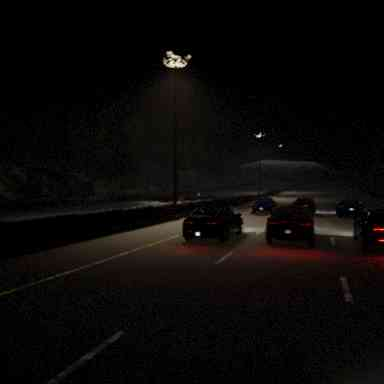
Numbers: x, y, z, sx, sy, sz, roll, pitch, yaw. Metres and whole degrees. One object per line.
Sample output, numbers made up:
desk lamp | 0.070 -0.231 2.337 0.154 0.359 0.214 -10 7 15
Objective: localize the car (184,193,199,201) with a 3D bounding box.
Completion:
car | 0.482 0.842 53.928 2.033 1.411 5.357 0 1 21

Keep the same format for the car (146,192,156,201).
car | -6.005 0.799 56.536 1.812 1.442 4.674 0 1 21

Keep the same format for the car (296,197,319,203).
car | 9.713 1.228 28.569 1.837 1.490 4.892 0 1 21

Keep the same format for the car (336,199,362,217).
car | 13.166 1.287 27.795 1.994 1.385 4.181 0 1 21

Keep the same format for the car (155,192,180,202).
car | -3.532 0.809 53.246 1.882 1.535 5.008 0 1 21

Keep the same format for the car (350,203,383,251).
car | 7.671 1.422 13.357 1.837 1.490 4.892 0 1 21

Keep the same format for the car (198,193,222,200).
car | 3.052 0.947 50.879 1.895 1.301 4.718 0 1 21

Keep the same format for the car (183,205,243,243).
car | 1.123 1.405 15.832 1.837 1.490 4.892 0 1 21

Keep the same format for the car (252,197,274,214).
car | 6.773 1.225 30.671 1.812 1.442 4.674 0 1 21

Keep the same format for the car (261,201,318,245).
car | 4.606 1.379 15.136 1.882 1.535 5.008 0 0 21
